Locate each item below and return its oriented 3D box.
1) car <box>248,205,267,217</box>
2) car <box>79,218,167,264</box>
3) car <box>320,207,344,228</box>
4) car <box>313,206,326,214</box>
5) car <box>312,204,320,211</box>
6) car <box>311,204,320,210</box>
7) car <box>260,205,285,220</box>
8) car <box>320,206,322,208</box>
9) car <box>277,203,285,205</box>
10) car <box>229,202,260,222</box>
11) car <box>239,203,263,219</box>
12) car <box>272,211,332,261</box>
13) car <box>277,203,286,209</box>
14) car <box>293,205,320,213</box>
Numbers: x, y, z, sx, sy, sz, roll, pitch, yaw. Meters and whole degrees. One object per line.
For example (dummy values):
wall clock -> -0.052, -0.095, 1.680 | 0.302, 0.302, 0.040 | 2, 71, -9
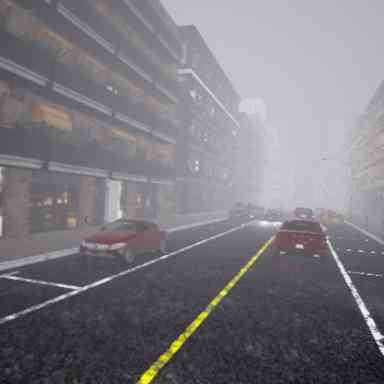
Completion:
car -> 8.734, 2.441, 43.967 | 1.887, 1.381, 4.507 | 3, -1, 19
car -> -2.233, 1.619, 11.987 | 1.802, 1.307, 4.206 | 3, -1, 19
car -> 13.052, 2.469, 30.740 | 1.752, 1.417, 4.829 | 3, -1, 19
car -> 23.960, 3.347, 62.557 | 2.008, 1.369, 4.403 | 3, -1, 19
car -> 31.327, 3.895, 84.038 | 1.752, 1.417, 4.829 | 3, -1, 19
car -> 33.097, 4.073, 89.207 | 1.947, 1.339, 4.313 | 3, -1, 19
car -> 9.019, 2.429, 36.716 | 1.895, 1.301, 4.718 | 2, -1, 19
car -> 16.651, 2.770, 41.239 | 1.887, 1.381, 4.507 | 3, -1, 19
car -> 21.525, 3.445, 81.274 | 2.008, 1.369, 4.403 | 3, -1, 19
car -> 5.090, 1.926, 33.309 | 2.192, 1.841, 5.009 | 3, -1, 19
car -> 6.911, 2.194, 38.637 | 1.967, 1.590, 4.097 | 3, -1, 19
car -> 4.642, 1.851, 14.187 | 1.882, 1.535, 5.008 | 2, -1, 19
car -> 23.352, 3.587, 86.605 | 2.008, 1.369, 4.403 | 3, -1, 19
car -> 10.047, 2.150, 29.937 | 2.097, 1.767, 4.553 | 2, -1, 19
